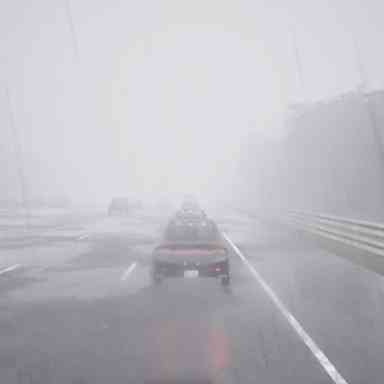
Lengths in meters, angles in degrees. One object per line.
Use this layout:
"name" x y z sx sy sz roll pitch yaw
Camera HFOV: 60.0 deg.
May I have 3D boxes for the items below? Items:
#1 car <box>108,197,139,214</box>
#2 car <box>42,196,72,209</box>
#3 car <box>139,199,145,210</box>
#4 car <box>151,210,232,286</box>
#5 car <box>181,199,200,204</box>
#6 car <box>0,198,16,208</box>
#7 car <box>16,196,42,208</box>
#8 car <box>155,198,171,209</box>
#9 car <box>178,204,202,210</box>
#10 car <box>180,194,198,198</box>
"car" -7.172 1.329 34.321 2.097 1.767 4.553 0 0 -1
"car" -18.057 1.295 45.183 2.097 1.767 4.553 0 0 -2
"car" -7.362 1.600 43.855 1.895 1.301 4.718 0 0 -1
"car" -0.016 1.476 9.328 2.128 1.511 4.902 0 0 0
"car" -0.169 1.550 28.142 2.033 1.411 5.357 0 0 -1
"car" -25.064 1.451 45.173 1.994 1.385 4.181 1 1 -2
"car" -21.565 1.277 45.457 2.097 1.767 4.553 0 0 -2
"car" -3.883 1.568 44.777 2.033 1.411 5.357 0 0 -1
"car" -0.070 1.590 18.585 1.895 1.301 4.718 0 0 0
"car" -0.357 1.261 43.942 2.150 2.045 5.566 0 0 -1
